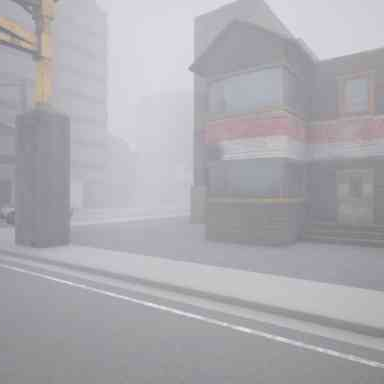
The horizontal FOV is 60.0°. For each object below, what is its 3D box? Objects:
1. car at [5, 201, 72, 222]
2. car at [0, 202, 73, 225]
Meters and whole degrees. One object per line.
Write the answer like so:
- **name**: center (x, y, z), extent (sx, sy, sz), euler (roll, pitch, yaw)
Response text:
- **car**: center (-10.679, 1.295, 23.547), extent (1.853, 1.218, 4.536), euler (0, 0, 15)
- **car**: center (-10.693, 1.453, 23.497), extent (2.038, 1.542, 4.974), euler (0, 0, 15)
